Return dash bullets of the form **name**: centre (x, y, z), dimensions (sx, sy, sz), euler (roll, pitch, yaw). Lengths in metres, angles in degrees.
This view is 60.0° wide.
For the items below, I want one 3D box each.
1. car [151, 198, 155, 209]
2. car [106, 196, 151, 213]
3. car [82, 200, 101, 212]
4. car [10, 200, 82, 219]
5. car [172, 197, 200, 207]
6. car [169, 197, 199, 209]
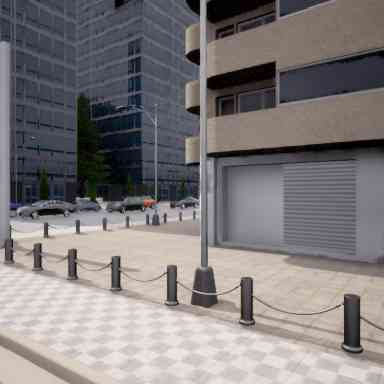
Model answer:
- **car**: centre (-6.781, 1.297, 42.142), dimensions (2.097, 1.767, 4.553), euler (0, 0, 36)
- **car**: centre (-7.047, 1.297, 35.798), dimensions (2.097, 1.767, 4.553), euler (0, 0, 36)
- **car**: centre (-11.722, 1.508, 35.292), dimensions (1.994, 1.385, 4.181), euler (0, 0, 36)
- **car**: centre (-12.387, 1.436, 28.395), dimensions (2.128, 1.511, 4.902), euler (0, 0, 36)
- **car**: centre (-0.818, 1.470, 50.374), dimensions (1.812, 1.442, 4.674), euler (0, 0, 36)
- **car**: centre (-0.977, 1.449, 44.198), dimensions (1.837, 1.490, 4.892), euler (0, 0, 36)
